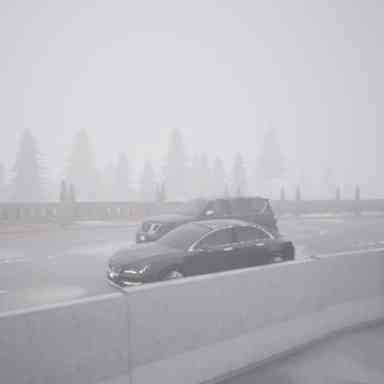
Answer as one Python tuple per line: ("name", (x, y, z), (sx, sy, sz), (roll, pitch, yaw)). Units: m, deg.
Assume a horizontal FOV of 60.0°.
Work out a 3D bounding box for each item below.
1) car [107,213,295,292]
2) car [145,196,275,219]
("car", (0.402, 1.480, 8.192), (4.892, 1.490, 1.837), (0, 0, -31))
("car", (0.738, 1.187, 12.523), (5.566, 2.045, 2.150), (0, 0, -31))
